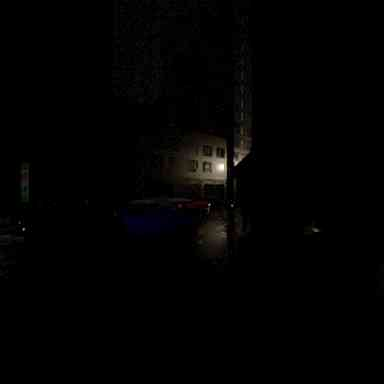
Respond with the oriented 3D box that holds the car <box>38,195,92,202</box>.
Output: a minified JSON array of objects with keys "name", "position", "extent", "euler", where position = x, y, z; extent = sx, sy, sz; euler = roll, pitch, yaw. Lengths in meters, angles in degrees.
[{"name":"car","position":[-8.274,1.120,20.382],"extent":[2.192,1.841,5.009],"euler":[1,2,36]}]

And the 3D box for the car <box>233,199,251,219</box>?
[{"name":"car","position":[5.180,1.278,24.562],"extent":[2.008,1.369,4.403],"euler":[1,1,36]}]

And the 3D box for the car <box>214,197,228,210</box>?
[{"name":"car","position":[1.502,1.164,34.082],"extent":[1.947,1.339,4.313],"euler":[1,2,36]}]

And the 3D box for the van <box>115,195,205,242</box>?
[{"name":"van","position":[-1.336,1.207,15.430],"extent":[1.690,1.788,3.998],"euler":[1,1,36]}]

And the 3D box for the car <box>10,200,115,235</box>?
[{"name":"car","position":[-6.562,1.381,18.214],"extent":[2.033,1.411,5.357],"euler":[0,1,36]}]

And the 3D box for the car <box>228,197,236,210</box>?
[{"name":"car","position":[5.424,1.071,34.988],"extent":[2.128,1.511,4.902],"euler":[1,1,36]}]

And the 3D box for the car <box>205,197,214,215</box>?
[{"name":"car","position":[-0.578,1.059,26.595],"extent":[2.097,1.767,4.553],"euler":[0,1,36]}]
